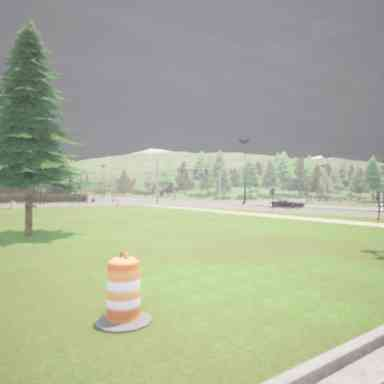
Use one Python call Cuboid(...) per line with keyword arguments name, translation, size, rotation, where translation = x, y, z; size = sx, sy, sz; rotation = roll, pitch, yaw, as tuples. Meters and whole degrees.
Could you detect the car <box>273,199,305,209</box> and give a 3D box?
Cuboid(name="car", translation=(13.818, 1.693, 47.832), size=(1.895, 1.301, 4.718), rotation=(0, 0, -34))
